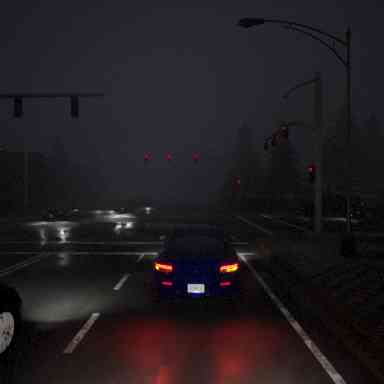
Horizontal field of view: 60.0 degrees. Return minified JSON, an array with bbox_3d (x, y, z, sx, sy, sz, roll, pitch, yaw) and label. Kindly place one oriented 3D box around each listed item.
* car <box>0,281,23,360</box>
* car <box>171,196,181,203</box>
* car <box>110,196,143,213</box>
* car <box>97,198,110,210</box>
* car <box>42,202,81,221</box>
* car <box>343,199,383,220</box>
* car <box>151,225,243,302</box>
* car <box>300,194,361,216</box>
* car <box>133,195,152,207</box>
[{"bbox_3d":[-3.440,1.505,3.008,1.837,1.490,4.892,0,0,0],"label":"car"},{"bbox_3d":[-3.447,1.477,69.651,1.882,1.535,5.008,0,0,0],"label":"car"},{"bbox_3d":[-7.115,1.492,36.519,2.128,1.511,4.902,0,0,0],"label":"car"},{"bbox_3d":[-10.623,1.478,42.540,1.882,1.535,5.008,0,0,0],"label":"car"},{"bbox_3d":[-10.610,1.525,27.381,1.812,1.442,4.674,0,0,0],"label":"car"},{"bbox_3d":[15.898,1.547,27.652,5.357,1.411,2.033,0,0,0],"label":"car"},{"bbox_3d":[0.135,1.526,8.140,1.812,1.442,4.674,0,0,2],"label":"car"},{"bbox_3d":[13.078,1.222,31.153,5.566,2.045,2.150,0,0,0],"label":"car"},{"bbox_3d":[-7.116,1.505,49.686,1.837,1.490,4.892,0,0,0],"label":"car"}]
